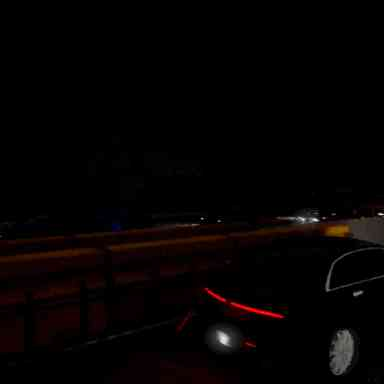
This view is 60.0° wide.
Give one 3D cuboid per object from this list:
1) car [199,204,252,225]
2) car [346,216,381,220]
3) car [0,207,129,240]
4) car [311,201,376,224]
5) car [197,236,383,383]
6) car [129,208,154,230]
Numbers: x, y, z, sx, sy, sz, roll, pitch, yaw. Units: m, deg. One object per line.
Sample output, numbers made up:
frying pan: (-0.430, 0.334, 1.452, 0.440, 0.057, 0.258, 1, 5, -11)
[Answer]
car: (2.729, 1.544, 18.765, 4.718, 1.301, 1.895, 0, 0, -35)
car: (12.532, 1.178, 21.412, 5.566, 2.045, 2.150, 0, 0, -36)
car: (-5.298, 1.464, 13.096, 5.008, 1.535, 1.882, 0, 0, -35)
car: (11.430, 1.445, 24.925, 5.357, 1.411, 2.033, 0, 0, -36)
car: (2.348, 1.485, 5.423, 4.892, 1.490, 1.837, -1, 1, -36)
car: (-4.168, 1.533, 18.186, 4.181, 1.385, 1.994, 0, 0, -35)
